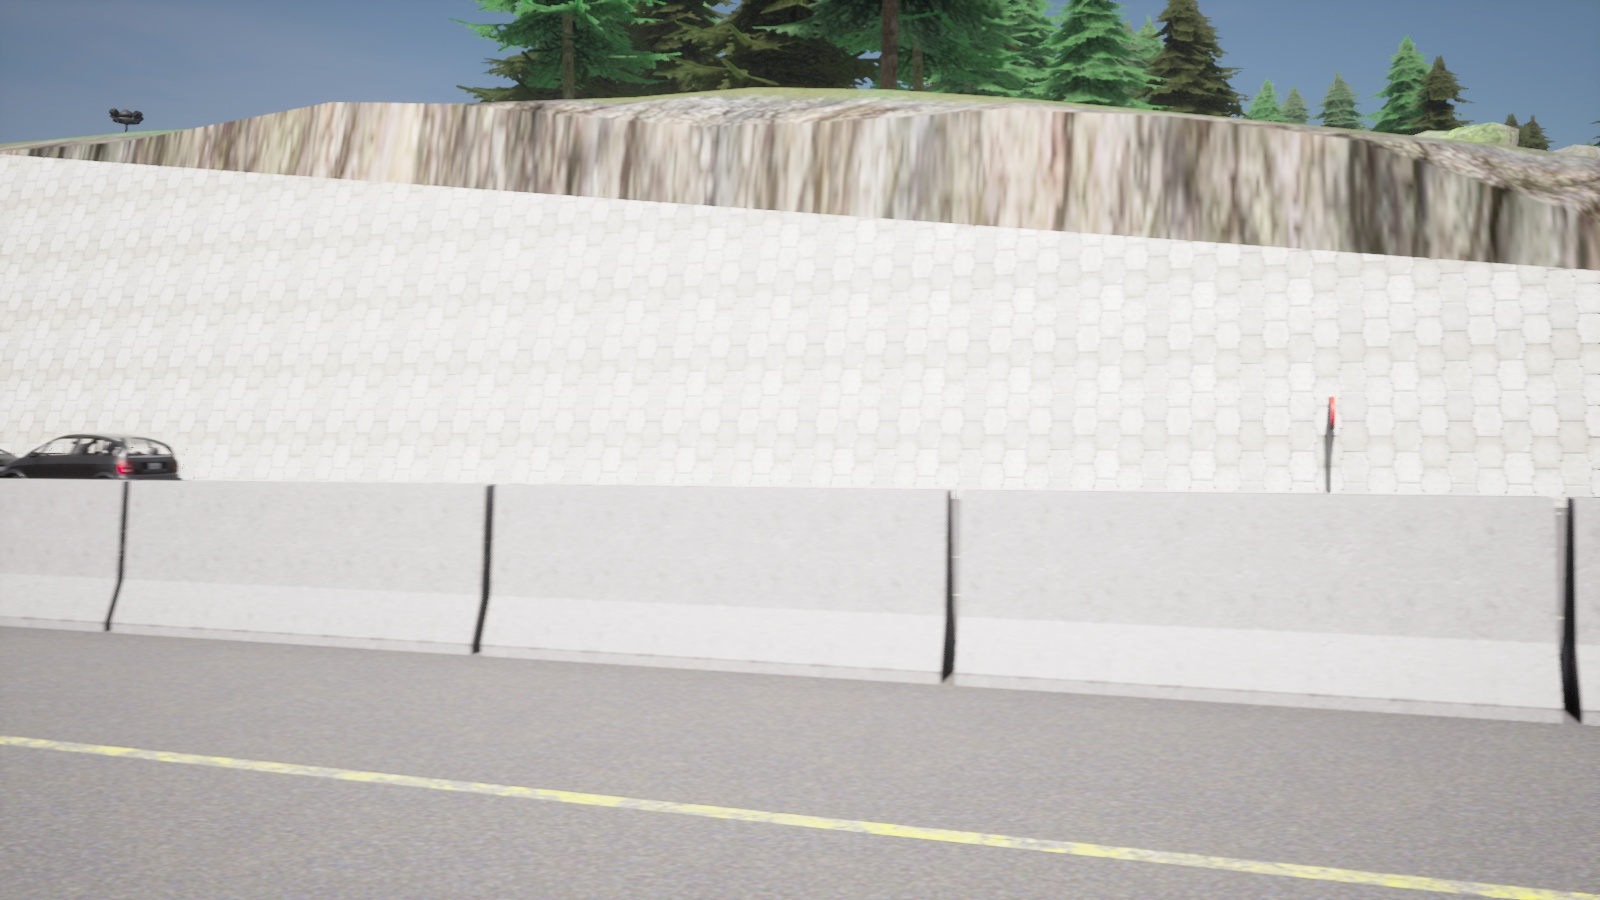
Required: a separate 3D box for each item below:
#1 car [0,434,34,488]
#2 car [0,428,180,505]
[{"bbox_3d":[-22.572,0.278,32.943,4.181,1.385,1.994,1,1,19],"label":"car"},{"bbox_3d":[-15.429,0.317,26.846,3.705,1.549,1.789,1,1,19],"label":"car"}]
